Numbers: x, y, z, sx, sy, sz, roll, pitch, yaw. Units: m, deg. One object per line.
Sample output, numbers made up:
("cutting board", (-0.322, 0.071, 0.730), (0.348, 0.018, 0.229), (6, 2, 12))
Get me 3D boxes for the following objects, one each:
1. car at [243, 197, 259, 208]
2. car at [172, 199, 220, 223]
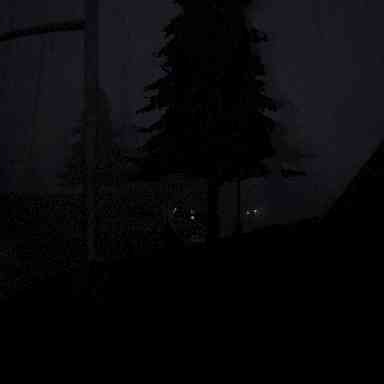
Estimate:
("car", (8.311, 1.489, 46.893), (2.128, 1.511, 4.902), (0, 0, 9))
("car", (0.348, 1.350, 25.334), (2.097, 1.767, 4.553), (0, 0, 30))
